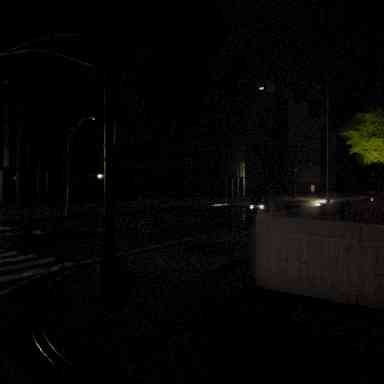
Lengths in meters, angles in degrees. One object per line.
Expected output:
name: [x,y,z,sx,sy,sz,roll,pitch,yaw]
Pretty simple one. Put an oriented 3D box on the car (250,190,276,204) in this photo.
car: [10.768,0.702,49.954,2.150,2.045,5.566,0,1,35]
